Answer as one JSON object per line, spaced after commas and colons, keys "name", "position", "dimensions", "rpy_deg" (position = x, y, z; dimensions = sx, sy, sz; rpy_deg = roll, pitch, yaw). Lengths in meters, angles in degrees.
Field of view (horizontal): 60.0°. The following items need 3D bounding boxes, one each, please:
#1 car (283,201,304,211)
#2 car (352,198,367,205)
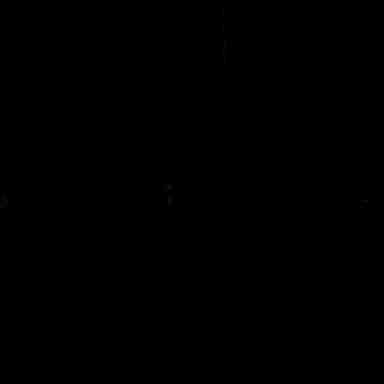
{"name": "car", "position": [15.003, 2.040, 49.233], "dimensions": [1.895, 1.301, 4.718], "rpy_deg": [-1, -1, 36]}
{"name": "car", "position": [38.755, 2.108, 77.516], "dimensions": [2.097, 1.767, 4.553], "rpy_deg": [-1, -1, 36]}
